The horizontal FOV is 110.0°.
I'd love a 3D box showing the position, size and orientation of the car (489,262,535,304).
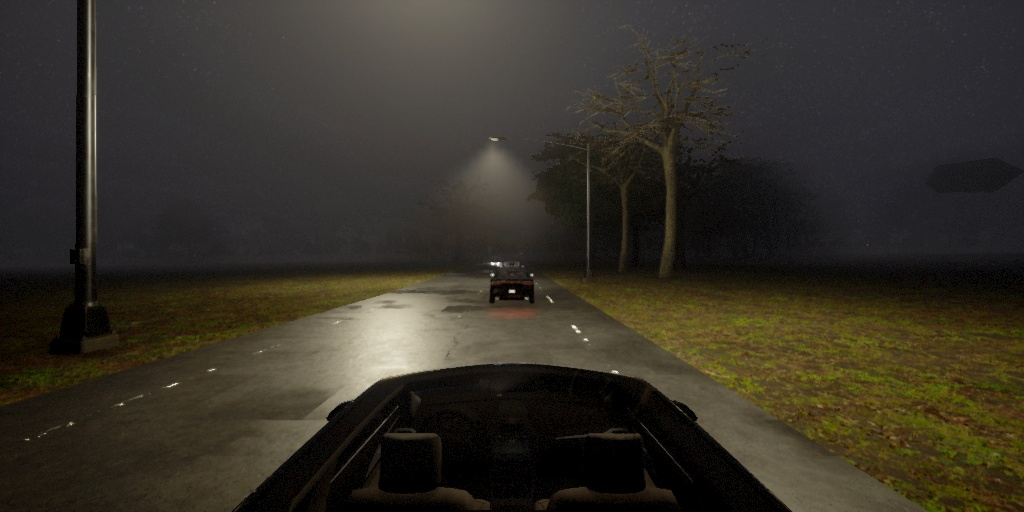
[{"bbox_3d":[0.000,1.236,16.501,1.882,1.535,5.008,0,0,0],"label":"car"}]
